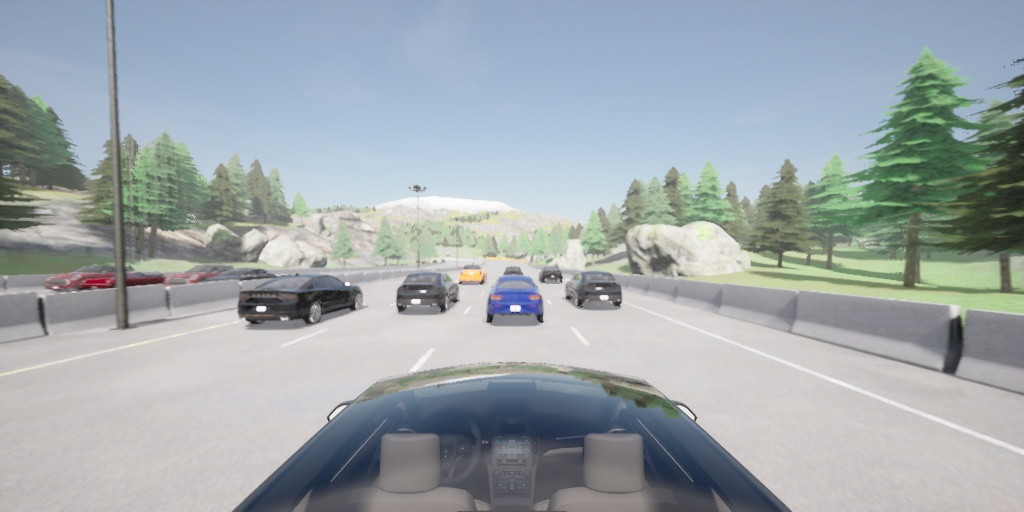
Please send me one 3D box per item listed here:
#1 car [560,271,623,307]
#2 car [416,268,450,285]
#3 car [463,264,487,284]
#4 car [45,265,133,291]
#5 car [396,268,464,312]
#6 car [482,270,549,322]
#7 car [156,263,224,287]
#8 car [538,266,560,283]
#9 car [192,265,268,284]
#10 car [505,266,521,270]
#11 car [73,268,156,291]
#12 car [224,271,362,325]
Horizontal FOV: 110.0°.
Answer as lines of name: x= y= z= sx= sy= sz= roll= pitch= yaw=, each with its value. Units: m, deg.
car: x=3.601 y=1.416 z=16.440 sx=1.837 sy=1.490 sz=4.892 roll=0 pitch=-1 yaw=0
car: x=-6.898 y=1.772 z=31.772 sx=1.895 sy=1.301 sz=4.718 roll=0 pitch=-1 yaw=0
car: x=-3.398 y=1.525 z=31.872 sx=2.097 sy=1.767 sz=4.553 roll=0 pitch=-1 yaw=0
car: x=-28.092 y=1.384 z=24.319 sx=2.097 sy=1.767 sz=4.553 roll=0 pitch=-1 yaw=0
car: x=-3.399 y=1.398 z=15.115 sx=1.837 sy=1.490 sz=4.892 roll=0 pitch=-1 yaw=0
car: x=0.101 y=1.389 z=12.733 sx=1.812 sy=1.442 sz=4.674 roll=0 pitch=-1 yaw=0
car: x=-21.092 y=1.392 z=24.761 sx=2.097 sy=1.767 sz=4.553 roll=0 pitch=-1 yaw=0
car: x=3.602 y=1.698 z=34.174 sx=1.882 sy=1.535 sz=5.008 roll=0 pitch=-1 yaw=0
car: x=-17.595 y=1.522 z=23.391 sx=1.837 sy=1.490 sz=4.892 roll=0 pitch=-1 yaw=0
car: x=0.102 y=1.698 z=32.902 sx=1.837 sy=1.490 sz=4.892 roll=0 pitch=-1 yaw=0
car: x=-24.596 y=1.617 z=23.356 sx=1.895 sy=1.301 sz=4.718 roll=0 pitch=-1 yaw=0
car: x=-6.899 y=1.336 z=12.340 sx=1.882 sy=1.535 sz=5.008 roll=0 pitch=-1 yaw=0
